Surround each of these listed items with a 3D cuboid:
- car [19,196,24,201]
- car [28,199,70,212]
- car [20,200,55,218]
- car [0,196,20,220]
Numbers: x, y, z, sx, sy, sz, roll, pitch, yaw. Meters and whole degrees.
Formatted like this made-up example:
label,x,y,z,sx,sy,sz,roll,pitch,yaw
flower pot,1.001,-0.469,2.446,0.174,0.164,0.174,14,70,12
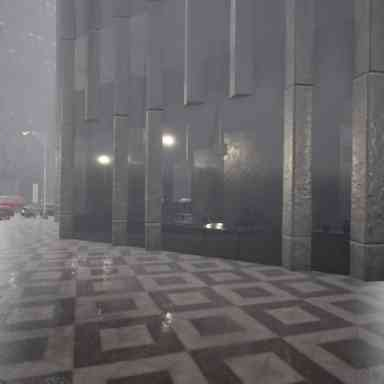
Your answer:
label,x,y,z,sx,sy,sz,roll,pitch,yaw
car,-20.771,1.352,36.288,2.192,1.841,5.009,1,0,35
car,-17.501,1.633,40.885,1.947,1.339,4.313,1,0,35
car,-13.836,1.741,31.336,1.947,1.339,4.313,1,0,35
car,-17.106,1.462,26.738,2.192,1.841,5.009,1,0,35
